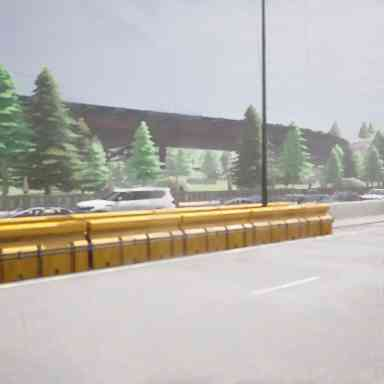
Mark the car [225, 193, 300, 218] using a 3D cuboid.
[{"bbox_3d":[5.085,0.874,23.806,5.357,1.411,2.033,-2,2,-33],"label":"car"}]

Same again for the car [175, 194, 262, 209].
[{"bbox_3d":[1.881,1.016,17.609,4.902,1.511,2.128,-2,2,-32],"label":"car"}]

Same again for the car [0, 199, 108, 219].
[{"bbox_3d":[-6.017,1.243,12.529,4.902,1.511,2.128,-2,2,-33],"label":"car"}]

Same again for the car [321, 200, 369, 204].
[{"bbox_3d":[10.337,0.847,23.000,4.181,1.385,1.994,-2,2,-32],"label":"car"}]

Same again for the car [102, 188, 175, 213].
[{"bbox_3d":[-3.554,0.796,18.288,5.566,2.045,2.150,-2,2,-33],"label":"car"}]
